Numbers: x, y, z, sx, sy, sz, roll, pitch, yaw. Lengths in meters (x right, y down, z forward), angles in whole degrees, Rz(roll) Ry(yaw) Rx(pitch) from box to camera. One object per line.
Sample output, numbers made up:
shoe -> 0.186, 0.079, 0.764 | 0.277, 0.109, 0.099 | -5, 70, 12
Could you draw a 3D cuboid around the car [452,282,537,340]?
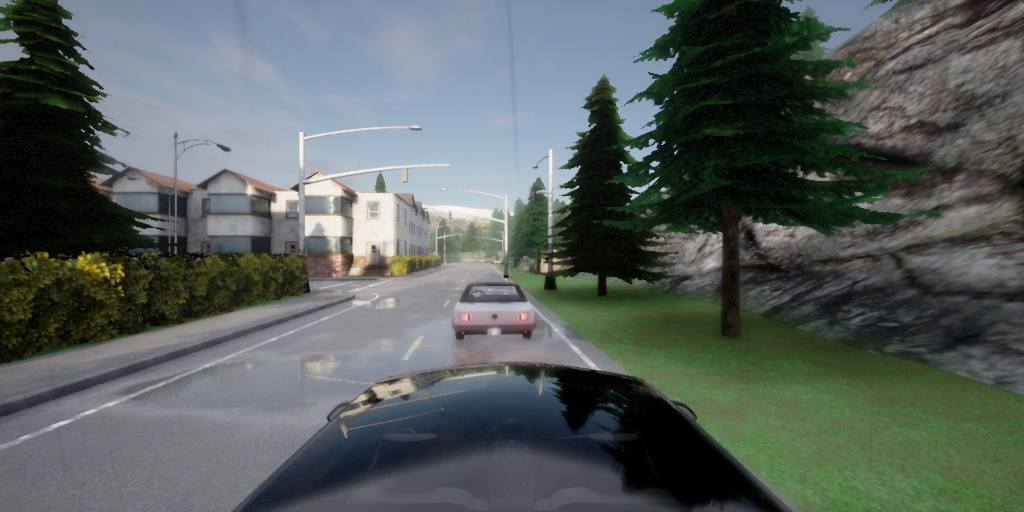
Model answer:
car -> -0.537, 1.358, 10.003 | 1.895, 1.301, 4.718 | 0, 0, -4
